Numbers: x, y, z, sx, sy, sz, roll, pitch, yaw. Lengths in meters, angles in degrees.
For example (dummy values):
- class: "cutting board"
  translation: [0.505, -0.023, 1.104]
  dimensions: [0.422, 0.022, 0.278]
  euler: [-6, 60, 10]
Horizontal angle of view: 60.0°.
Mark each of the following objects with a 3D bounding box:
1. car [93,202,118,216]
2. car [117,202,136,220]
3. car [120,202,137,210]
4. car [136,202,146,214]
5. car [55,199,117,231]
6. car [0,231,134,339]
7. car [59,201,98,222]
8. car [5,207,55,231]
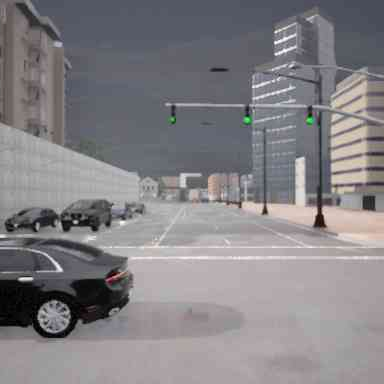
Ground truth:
- class: "car"
  translation: [-10.605, 2.051, 41.305]
  dimensions: [1.837, 1.490, 4.892]
  euler: [0, -1, 0]
- class: "car"
  translation: [-7.108, 1.958, 32.692]
  dimensions: [1.812, 1.442, 4.674]
  euler: [0, -1, 0]
- class: "car"
  translation: [-10.535, 2.335, 55.586]
  dimensions: [1.895, 1.301, 4.718]
  euler: [0, -1, 0]
- class: "car"
  translation: [-7.102, 2.060, 43.034]
  dimensions: [2.128, 1.511, 4.902]
  euler: [0, -1, 0]
- class: "car"
  translation: [-7.103, 1.527, 23.056]
  dimensions: [2.150, 2.045, 5.566]
  euler: [0, -1, 0]
- class: "car"
  translation: [-3.557, 1.614, 6.119]
  dimensions: [4.892, 1.490, 1.837]
  euler: [0, -1, 0]
- class: "car"
  translation: [-10.608, 1.769, 31.490]
  dimensions: [2.097, 1.767, 4.553]
  euler: [0, -1, 0]
- class: "car"
  translation: [-10.606, 1.802, 22.421]
  dimensions: [1.837, 1.490, 4.892]
  euler: [0, -1, 0]
